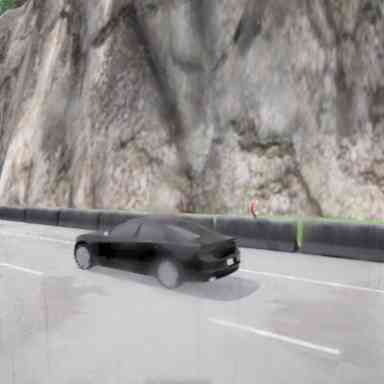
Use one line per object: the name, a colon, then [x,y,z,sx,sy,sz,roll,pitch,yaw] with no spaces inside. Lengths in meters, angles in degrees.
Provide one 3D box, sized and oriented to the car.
car: [-1.155,1.400,8.992,5.008,1.535,1.882,1,1,35]
